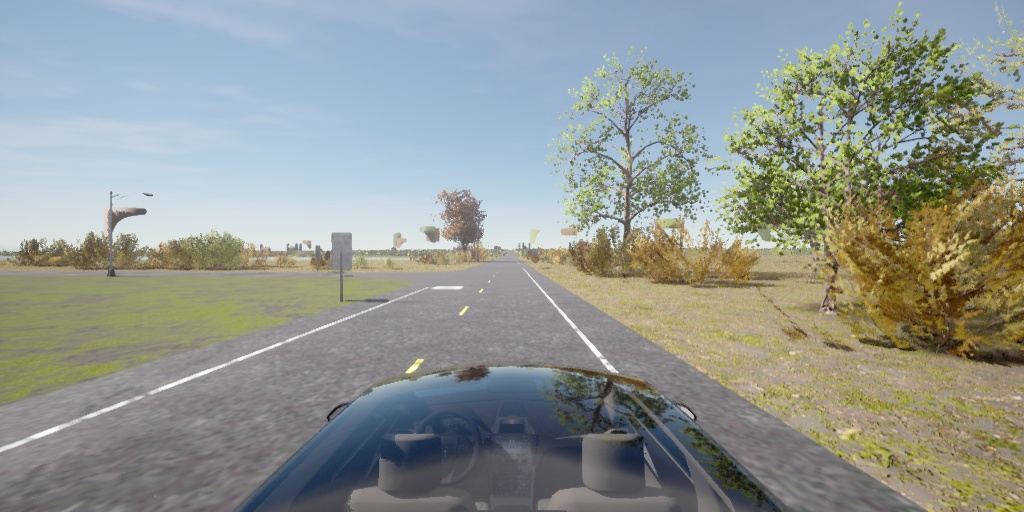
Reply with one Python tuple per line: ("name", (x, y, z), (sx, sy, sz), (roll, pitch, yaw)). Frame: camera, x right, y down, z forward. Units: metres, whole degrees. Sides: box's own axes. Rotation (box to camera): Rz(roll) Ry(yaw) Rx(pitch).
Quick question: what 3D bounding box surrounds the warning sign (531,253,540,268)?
("warning sign", (3.550, 0.803, 54.407), (1.300, 1.860, 1.060), (0, 0, 0))
